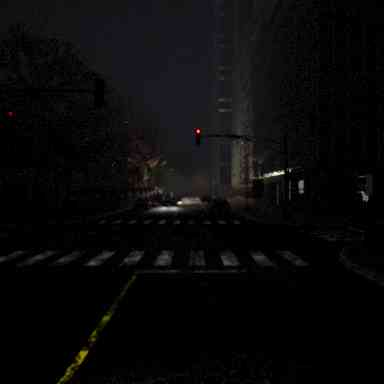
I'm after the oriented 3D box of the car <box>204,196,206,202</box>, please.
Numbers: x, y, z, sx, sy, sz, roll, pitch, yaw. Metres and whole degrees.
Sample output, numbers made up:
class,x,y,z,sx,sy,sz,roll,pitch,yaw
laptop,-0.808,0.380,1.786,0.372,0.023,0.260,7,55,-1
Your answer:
class,x,y,z,sx,sy,sz,roll,pitch,yaw
car,2.684,1.381,38.348,1.947,1.339,4.313,0,0,0

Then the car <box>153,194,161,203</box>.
class,x,y,z,sx,sy,sz,roll,pitch,yaw
car,-5.698,1.339,44.026,2.008,1.369,4.403,0,0,0

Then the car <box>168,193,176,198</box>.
class,x,y,z,sx,sy,sz,roll,pitch,yaw
car,-5.708,1.069,95.174,1.802,1.307,4.206,0,0,0

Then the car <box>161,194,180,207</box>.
class,x,y,z,sx,sy,sz,roll,pitch,yaw
car,-3.092,1.377,46.588,1.895,1.301,4.718,0,0,0

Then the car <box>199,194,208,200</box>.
class,x,y,z,sx,sy,sz,roll,pitch,yaw
car,2.676,1.126,78.288,1.752,1.417,4.829,0,0,0

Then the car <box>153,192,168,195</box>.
class,x,y,z,sx,sy,sz,roll,pitch,yaw
car,-5.699,1.047,55.391,2.192,1.841,5.009,0,0,0

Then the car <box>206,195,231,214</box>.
class,x,y,z,sx,sy,sz,roll,pitch,yaw
car,2.686,1.283,32.667,1.967,1.590,4.097,0,0,0

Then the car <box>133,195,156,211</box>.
class,x,y,z,sx,sy,sz,roll,pitch,yaw
car,-5.696,1.360,38.343,1.887,1.381,4.507,0,0,0

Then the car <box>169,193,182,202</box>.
class,x,y,z,sx,sy,sz,roll,pitch,yaw
car,-3.015,1.287,65.512,1.895,1.301,4.718,0,0,0

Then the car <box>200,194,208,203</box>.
class,x,y,z,sx,sy,sz,roll,pitch,yaw
car,2.680,1.268,61.072,1.947,1.339,4.313,0,0,0

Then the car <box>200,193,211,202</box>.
class,x,y,z,sx,sy,sz,roll,pitch,yaw
car,2.679,1.110,66.753,1.967,1.590,4.097,0,0,0
